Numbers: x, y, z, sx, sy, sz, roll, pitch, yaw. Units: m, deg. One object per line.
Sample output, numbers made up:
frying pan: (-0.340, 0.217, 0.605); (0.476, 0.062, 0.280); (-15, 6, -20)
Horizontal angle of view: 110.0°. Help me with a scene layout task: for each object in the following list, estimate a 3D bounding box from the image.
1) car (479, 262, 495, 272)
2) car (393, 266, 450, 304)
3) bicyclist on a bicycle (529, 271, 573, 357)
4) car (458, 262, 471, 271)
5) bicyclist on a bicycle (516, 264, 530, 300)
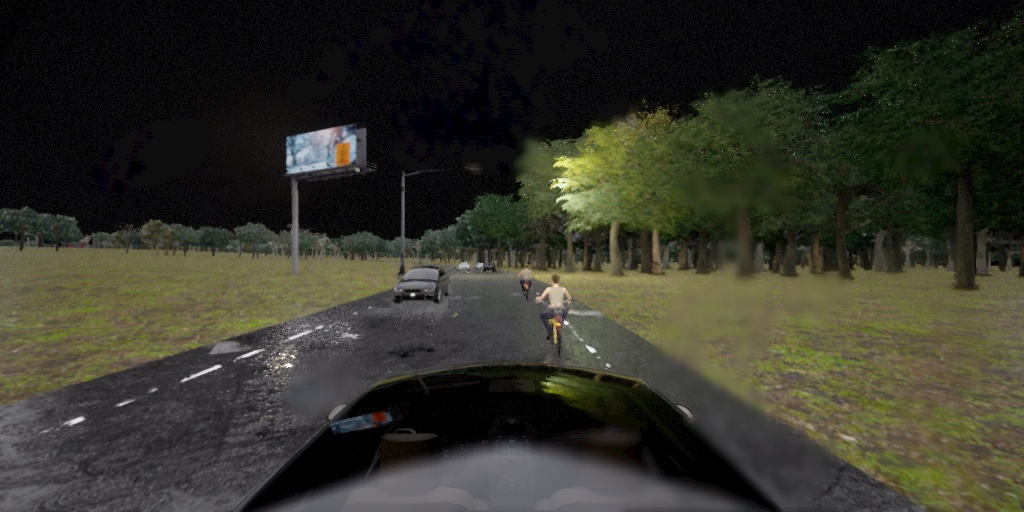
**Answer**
car: (-3.614, 1.660, 55.261); (1.837, 1.490, 4.892); (0, -2, -8)
car: (-3.943, 1.240, 16.314); (1.837, 1.490, 4.892); (0, 0, -2)
bicyclist on a bicycle: (0.904, 1.179, 7.584); (0.866, 1.612, 1.509); (0, 0, -1)
car: (-7.757, 1.755, 58.502); (1.812, 1.442, 4.674); (0, -1, -8)
bicyclist on a bicycle: (0.645, 1.174, 16.421); (0.866, 1.612, 1.509); (0, 0, -2)
